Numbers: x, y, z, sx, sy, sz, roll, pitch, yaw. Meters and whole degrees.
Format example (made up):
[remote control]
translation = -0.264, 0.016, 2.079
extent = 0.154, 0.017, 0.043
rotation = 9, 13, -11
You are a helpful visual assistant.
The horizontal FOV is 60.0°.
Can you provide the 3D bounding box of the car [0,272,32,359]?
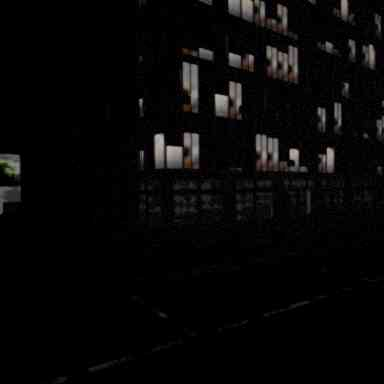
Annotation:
[car]
translation = -4.124, 1.569, 3.632
extent = 4.313, 1.339, 1.947
rotation = 0, -1, -35
